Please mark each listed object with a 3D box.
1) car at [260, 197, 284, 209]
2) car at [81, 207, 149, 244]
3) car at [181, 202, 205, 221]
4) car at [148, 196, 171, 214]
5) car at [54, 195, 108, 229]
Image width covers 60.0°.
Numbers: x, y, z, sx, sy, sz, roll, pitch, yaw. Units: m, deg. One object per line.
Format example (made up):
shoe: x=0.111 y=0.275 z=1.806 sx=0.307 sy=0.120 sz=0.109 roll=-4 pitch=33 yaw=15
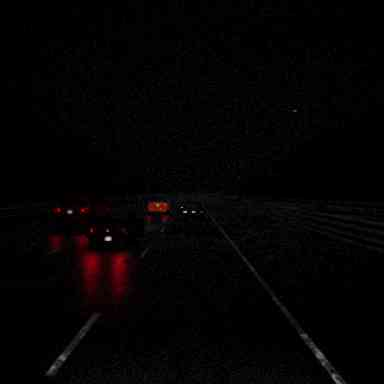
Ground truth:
car: x=10.311 y=1.479 z=42.949 sx=2.033 sy=1.649 sz=4.856 roll=0 pitch=0 yaw=-12
car: x=-3.394 y=1.592 z=15.697 sx=1.895 sy=1.301 sz=4.718 roll=0 pitch=0 yaw=0
car: x=0.108 y=1.534 z=27.245 sx=2.033 sy=1.411 sz=5.357 roll=0 pitch=0 yaw=0
car: x=-3.390 y=1.336 z=35.051 sx=2.097 sy=1.767 sz=4.553 roll=0 pitch=0 yaw=0
car: x=-6.896 y=1.211 z=21.465 sx=2.150 sy=2.045 sz=5.566 roll=0 pitch=0 yaw=0
